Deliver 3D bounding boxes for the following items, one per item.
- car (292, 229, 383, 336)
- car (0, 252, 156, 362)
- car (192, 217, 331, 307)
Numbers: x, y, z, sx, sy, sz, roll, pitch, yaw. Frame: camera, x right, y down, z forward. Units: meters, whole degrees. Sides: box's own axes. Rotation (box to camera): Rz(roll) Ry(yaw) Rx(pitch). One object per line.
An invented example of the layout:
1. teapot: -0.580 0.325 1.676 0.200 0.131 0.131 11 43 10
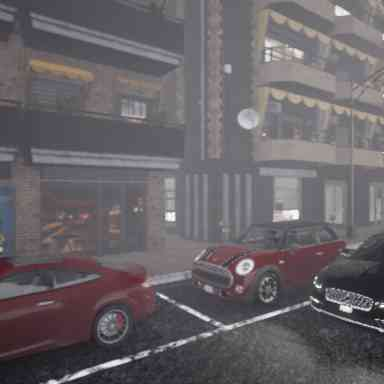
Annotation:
1. car: 4.311 1.525 6.450 4.892 1.490 1.837 0 0 -35
2. car: -2.535 1.584 4.757 4.206 1.307 1.802 0 0 -35
3. car: 1.966 1.458 7.965 4.097 1.590 1.967 0 0 -35
